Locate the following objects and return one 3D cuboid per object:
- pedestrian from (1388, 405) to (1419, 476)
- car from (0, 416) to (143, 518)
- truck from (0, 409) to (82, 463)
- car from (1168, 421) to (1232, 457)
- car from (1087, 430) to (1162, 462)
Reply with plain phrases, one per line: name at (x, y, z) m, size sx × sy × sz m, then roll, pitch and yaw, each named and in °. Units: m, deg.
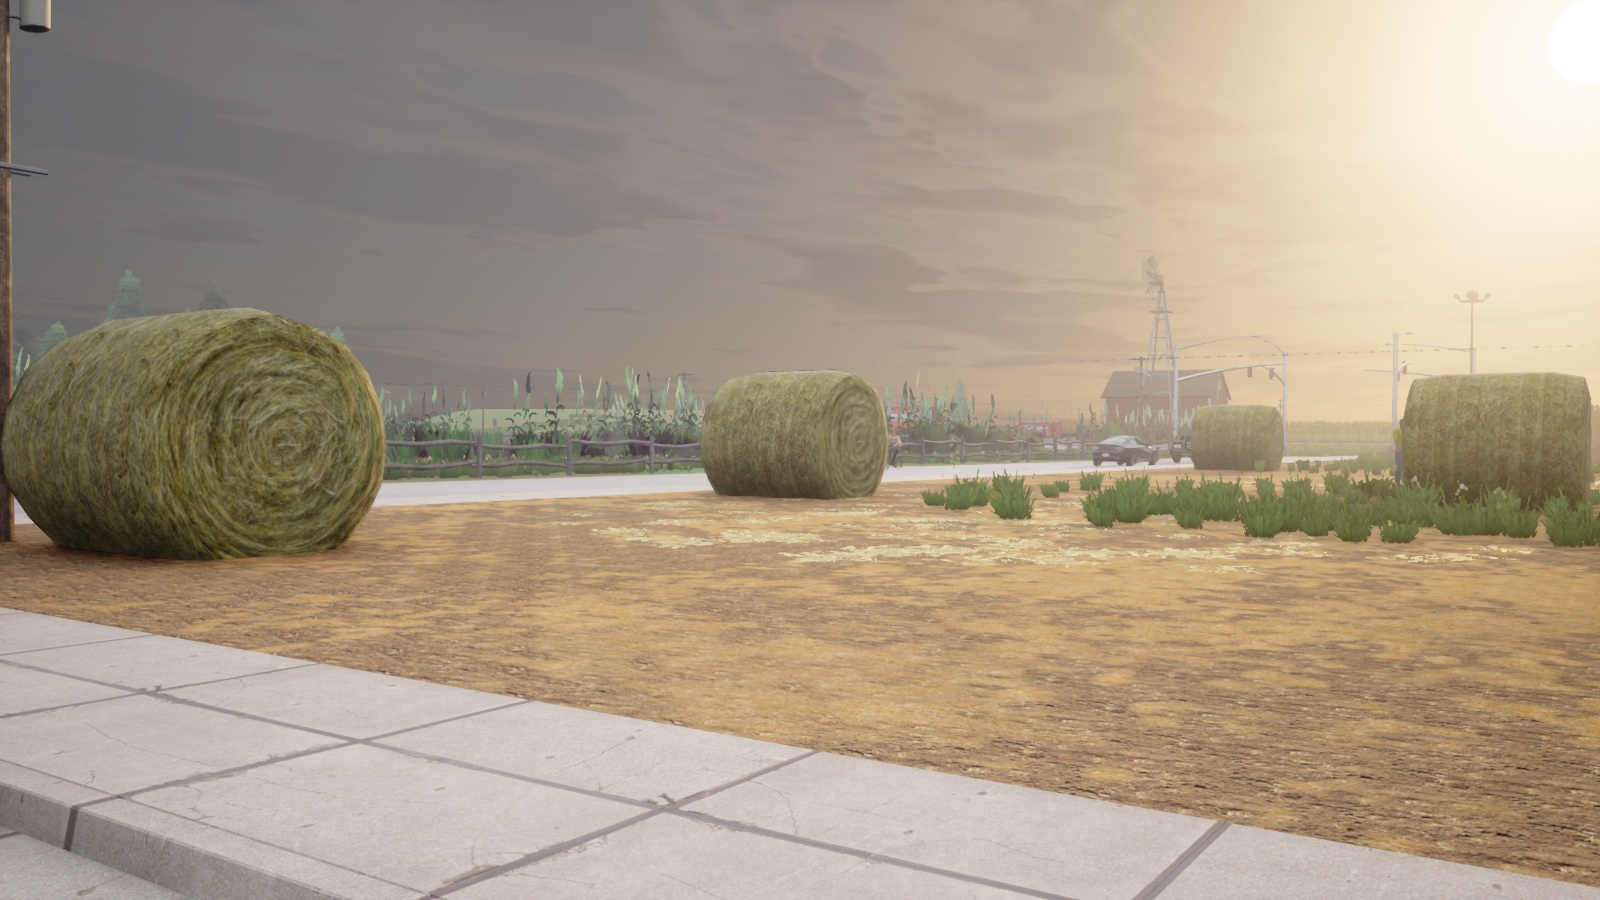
pedestrian at (15.747, -0.242, 32.782) m, size 0.354 × 1.836 × 0.706 m, roll -1°, pitch 1°, yaw -13°
car at (-15.040, 0.301, 24.073) m, size 1.905 × 1.878 × 3.866 m, roll 0°, pitch 1°, yaw 36°
truck at (-52.113, -0.907, 82.595) m, size 2.891 × 3.462 × 7.936 m, roll 0°, pitch 1°, yaw 34°
car at (21.696, -0.612, 68.016) m, size 1.932 × 1.855 × 4.605 m, roll 0°, pitch 1°, yaw 36°
car at (15.422, -0.230, 59.504) m, size 1.812 × 1.442 × 4.674 m, roll 0°, pitch 1°, yaw 36°
